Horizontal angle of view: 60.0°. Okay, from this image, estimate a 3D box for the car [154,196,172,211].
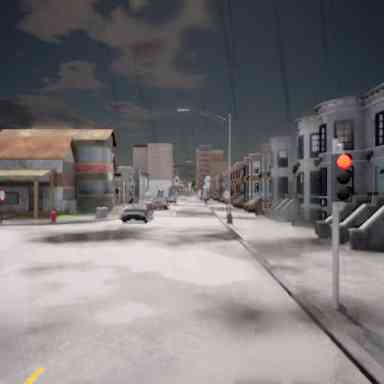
[{"bbox_3d":[-4.036,1.352,41.405,2.097,1.767,4.553,0,0,0],"label":"car"}]

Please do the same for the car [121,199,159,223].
[{"bbox_3d":[-4.073,1.548,25.632,2.033,1.411,5.357,0,0,0],"label":"car"}]

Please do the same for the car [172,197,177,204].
[{"bbox_3d":[-3.941,1.565,62.472,1.994,1.385,4.181,0,0,1],"label":"car"}]
